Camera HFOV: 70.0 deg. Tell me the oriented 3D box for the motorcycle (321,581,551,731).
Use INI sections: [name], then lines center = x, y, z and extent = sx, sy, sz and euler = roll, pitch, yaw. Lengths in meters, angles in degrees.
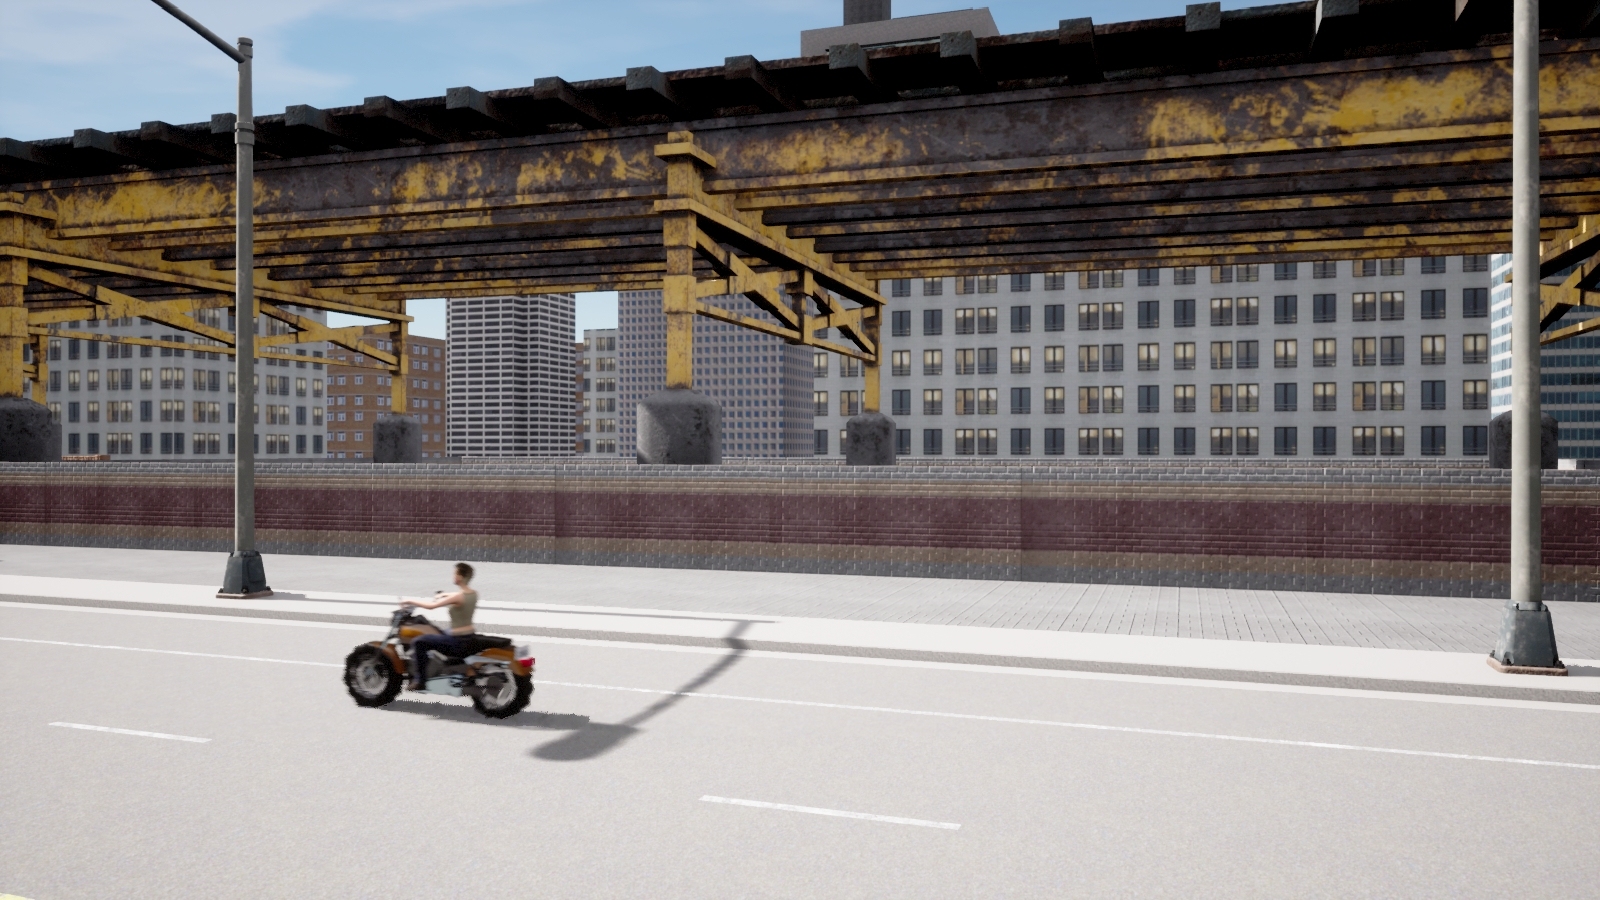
[motorcycle]
center = -3.886, 2.142, 12.174
extent = 2.356, 1.332, 0.764
euler = 0, 0, 20
